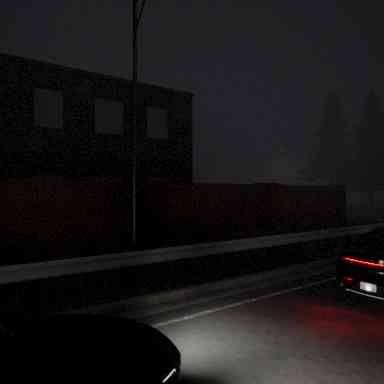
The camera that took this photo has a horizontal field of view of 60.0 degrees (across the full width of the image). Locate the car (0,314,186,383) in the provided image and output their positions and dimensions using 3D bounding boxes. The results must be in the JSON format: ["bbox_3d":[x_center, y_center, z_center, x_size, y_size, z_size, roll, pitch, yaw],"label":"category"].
[{"bbox_3d":[-2.196,1.526,2.180,4.674,1.442,1.812,0,0,-35],"label":"car"}]

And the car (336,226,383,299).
[{"bbox_3d":[5.233,1.505,7.522,4.892,1.490,1.837,0,0,-35],"label":"car"}]
